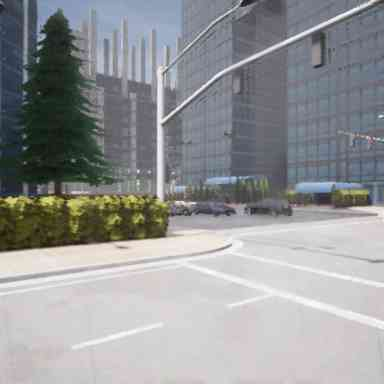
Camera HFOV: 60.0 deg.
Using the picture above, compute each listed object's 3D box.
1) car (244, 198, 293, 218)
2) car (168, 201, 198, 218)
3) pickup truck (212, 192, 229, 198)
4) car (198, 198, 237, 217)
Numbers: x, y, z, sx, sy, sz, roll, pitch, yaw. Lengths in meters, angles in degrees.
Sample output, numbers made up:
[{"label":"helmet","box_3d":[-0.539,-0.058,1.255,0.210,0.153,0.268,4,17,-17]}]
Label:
[{"label":"car","box_3d":[6.959,1.341,30.644,2.097,1.767,4.553,0,0,-36]},{"label":"car","box_3d":[-1.753,1.556,30.414,1.994,1.385,4.181,0,0,-36]},{"label":"pickup truck","box_3d":[5.256,1.041,61.067,2.390,2.098,6.274,0,0,-6]},{"label":"car","box_3d":[1.828,1.538,31.443,2.033,1.411,5.357,0,0,-36]}]
